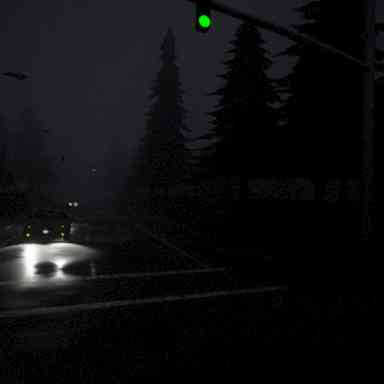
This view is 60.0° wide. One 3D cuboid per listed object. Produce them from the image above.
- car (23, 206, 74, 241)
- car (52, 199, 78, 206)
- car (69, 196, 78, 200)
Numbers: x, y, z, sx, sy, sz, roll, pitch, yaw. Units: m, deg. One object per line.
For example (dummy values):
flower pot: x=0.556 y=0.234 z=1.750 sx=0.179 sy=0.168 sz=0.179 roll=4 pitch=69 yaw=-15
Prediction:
car: x=-7.236 y=1.617 z=16.909 sx=1.994 sy=1.385 sz=4.181 roll=1 pitch=0 yaw=-19
car: x=-10.531 y=1.598 z=26.747 sx=2.033 sy=1.411 sz=5.357 roll=1 pitch=0 yaw=-18
car: x=-25.190 y=1.562 z=70.559 sx=2.128 sy=1.511 sz=4.902 roll=1 pitch=0 yaw=-19
